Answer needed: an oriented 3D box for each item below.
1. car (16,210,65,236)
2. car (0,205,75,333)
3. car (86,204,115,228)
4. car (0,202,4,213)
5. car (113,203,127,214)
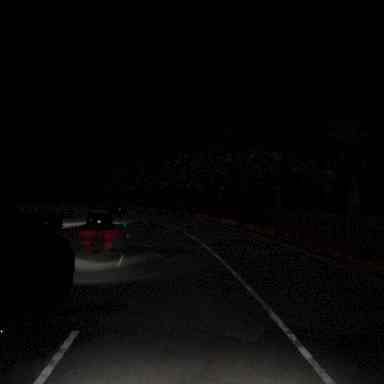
[{"bbox_3d":[-9.607,1.893,21.474,1.895,1.301,4.718,0,-1,-12],"label":"car"},{"bbox_3d":[-3.679,1.292,5.468,2.150,2.045,5.566,0,-1,-4],"label":"car"},{"bbox_3d":[-6.897,1.855,24.830,1.812,1.442,4.674,0,-1,-14],"label":"car"},{"bbox_3d":[-30.198,2.357,50.900,2.033,1.411,5.357,0,-1,-33],"label":"car"},{"bbox_3d":[-9.796,2.153,43.282,1.994,1.385,4.181,0,-1,-24],"label":"car"}]
